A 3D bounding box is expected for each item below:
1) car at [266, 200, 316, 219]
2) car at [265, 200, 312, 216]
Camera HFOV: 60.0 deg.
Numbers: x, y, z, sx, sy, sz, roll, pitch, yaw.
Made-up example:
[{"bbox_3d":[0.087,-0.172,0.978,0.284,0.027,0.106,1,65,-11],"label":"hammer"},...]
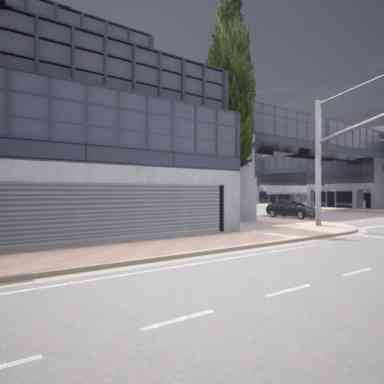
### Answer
[{"bbox_3d":[8.666,1.501,28.893,1.837,1.490,4.892,0,0,-37],"label":"car"},{"bbox_3d":[9.633,1.559,33.445,1.994,1.385,4.181,0,0,-37],"label":"car"}]
